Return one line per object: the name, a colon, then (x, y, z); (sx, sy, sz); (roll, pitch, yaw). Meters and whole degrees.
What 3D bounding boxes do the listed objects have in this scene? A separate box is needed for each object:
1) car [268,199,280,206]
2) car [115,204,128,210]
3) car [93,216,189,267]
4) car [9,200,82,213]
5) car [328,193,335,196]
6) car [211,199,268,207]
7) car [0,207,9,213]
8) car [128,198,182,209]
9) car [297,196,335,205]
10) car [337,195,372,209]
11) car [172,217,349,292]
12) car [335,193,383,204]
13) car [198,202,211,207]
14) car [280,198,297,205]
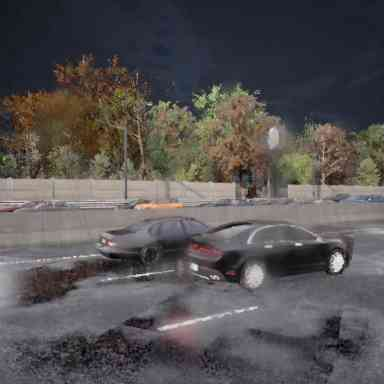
car: (12.106, 1.550, 43.341); (5.357, 1.411, 2.033); (0, 0, -30)
car: (-5.216, 1.505, 33.212); (4.892, 1.490, 1.837); (0, 0, -30)
car: (-0.527, 1.546, 11.399); (5.357, 1.411, 2.033); (0, 0, -30)
car: (-11.098, 1.492, 25.722); (4.902, 1.511, 2.128); (0, 0, -30)
car: (21.033, 1.229, 48.557); (5.566, 2.045, 2.150); (0, 0, -30)
car: (5.080, 1.548, 35.182); (5.357, 1.411, 2.033); (0, 0, -31)
car: (-13.590, 1.478, 28.322); (5.008, 1.535, 1.882); (0, 0, -30)
car: (-3.112, 1.352, 30.391); (4.553, 1.767, 2.097); (0, 0, -30)
car: (14.080, 1.527, 36.373); (4.674, 1.442, 1.812); (0, 0, -30)
car: (22.007, 1.358, 45.076); (4.553, 1.767, 2.097); (0, 0, -30)
car: (2.135, 1.503, 8.901); (4.892, 1.490, 1.837); (0, 0, -30)
car: (17.834, 1.224, 34.529); (5.566, 2.045, 2.150); (0, 0, -30)
car: (3.222, 1.548, 38.156); (5.357, 1.411, 2.033); (0, 0, -30)
car: (13.487, 1.493, 40.096); (4.902, 1.511, 2.128); (0, 0, -30)
